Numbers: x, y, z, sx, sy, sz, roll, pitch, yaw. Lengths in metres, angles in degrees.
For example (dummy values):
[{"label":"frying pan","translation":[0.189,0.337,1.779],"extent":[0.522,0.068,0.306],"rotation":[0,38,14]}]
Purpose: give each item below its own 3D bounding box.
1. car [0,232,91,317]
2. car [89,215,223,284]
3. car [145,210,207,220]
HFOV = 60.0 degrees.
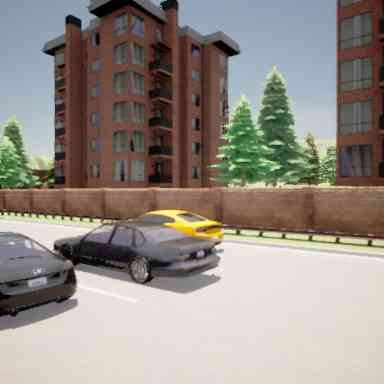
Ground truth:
[{"label":"car","translation":[-4.344,1.557,7.051],"extent":[4.181,1.385,1.994],"rotation":[0,0,36]},{"label":"car","translation":[-1.828,1.541,9.553],"extent":[5.357,1.411,2.033],"rotation":[0,0,36]},{"label":"car","translation":[-1.163,1.469,13.386],"extent":[5.008,1.535,1.882],"rotation":[0,0,36]}]
